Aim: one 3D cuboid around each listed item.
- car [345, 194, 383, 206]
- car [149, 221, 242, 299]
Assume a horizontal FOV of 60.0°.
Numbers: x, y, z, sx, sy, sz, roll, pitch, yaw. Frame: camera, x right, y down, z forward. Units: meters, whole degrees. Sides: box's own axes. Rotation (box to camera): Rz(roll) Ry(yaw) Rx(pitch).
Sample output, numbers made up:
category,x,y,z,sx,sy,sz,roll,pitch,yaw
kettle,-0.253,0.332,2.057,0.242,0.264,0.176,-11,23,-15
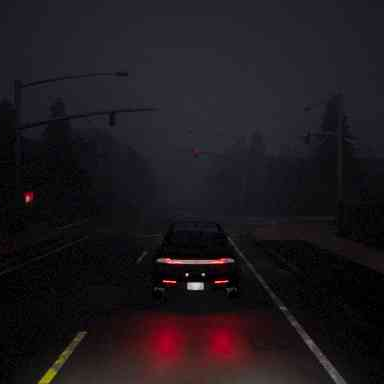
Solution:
category,x,y,z,sx,sy,sz,roll,pitch,yaw
car,15.881,1.202,28.964,5.566,2.045,2.150,0,0,-8
car,0.084,1.492,8.444,2.128,1.511,4.902,0,0,0
